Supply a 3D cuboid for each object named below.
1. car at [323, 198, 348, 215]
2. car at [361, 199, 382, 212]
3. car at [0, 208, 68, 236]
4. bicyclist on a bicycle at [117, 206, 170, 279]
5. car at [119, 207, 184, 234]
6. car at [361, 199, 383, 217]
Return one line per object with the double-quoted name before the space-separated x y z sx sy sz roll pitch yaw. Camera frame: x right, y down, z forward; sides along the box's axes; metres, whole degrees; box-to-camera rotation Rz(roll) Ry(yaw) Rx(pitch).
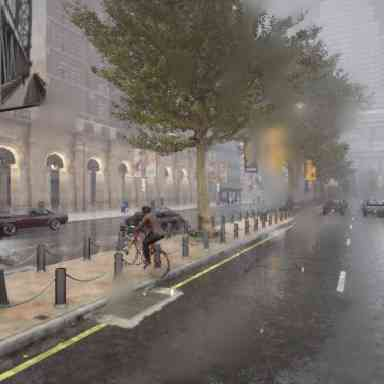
"car" 14.370 1.505 33.549 1.837 1.490 4.892 0 0 27
"car" 21.298 1.547 39.649 2.033 1.411 5.357 0 0 27
"car" -9.456 1.595 18.837 1.895 1.301 4.718 0 0 26
"bicyclist on a bicycle" -1.143 1.196 8.216 1.656 1.620 0.582 14 4 28
"car" -2.144 1.562 18.542 1.994 1.385 4.181 0 0 27
"car" 16.964 1.492 30.923 2.128 1.511 4.902 0 0 27
